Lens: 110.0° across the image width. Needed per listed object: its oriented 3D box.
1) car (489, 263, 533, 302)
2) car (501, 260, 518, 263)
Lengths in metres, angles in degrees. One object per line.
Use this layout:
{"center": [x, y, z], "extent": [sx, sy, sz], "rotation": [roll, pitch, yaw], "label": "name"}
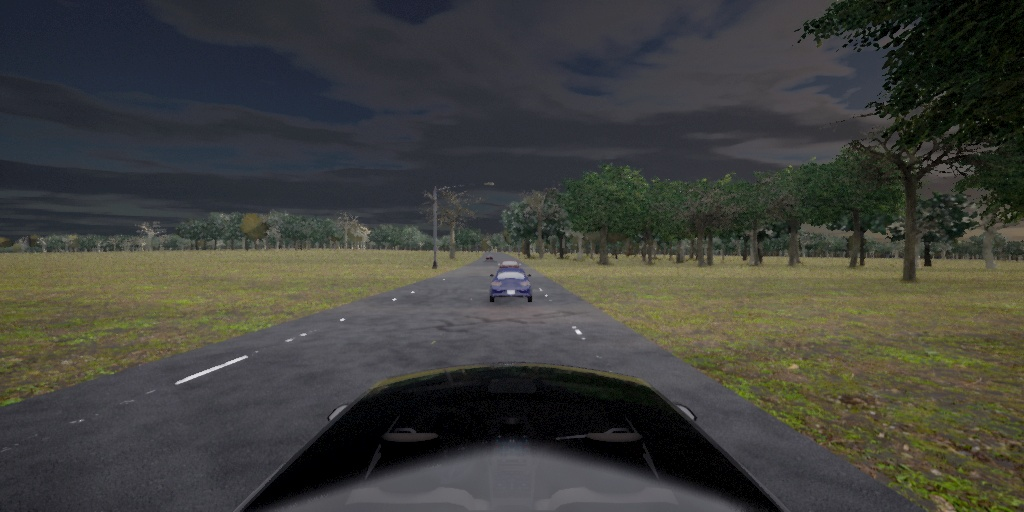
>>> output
{"center": [-0.053, 1.250, 16.510], "extent": [1.812, 1.442, 4.674], "rotation": [0, 0, 0], "label": "car"}
{"center": [-0.210, 1.087, 31.516], "extent": [1.882, 1.535, 5.008], "rotation": [0, 1, -1], "label": "car"}
